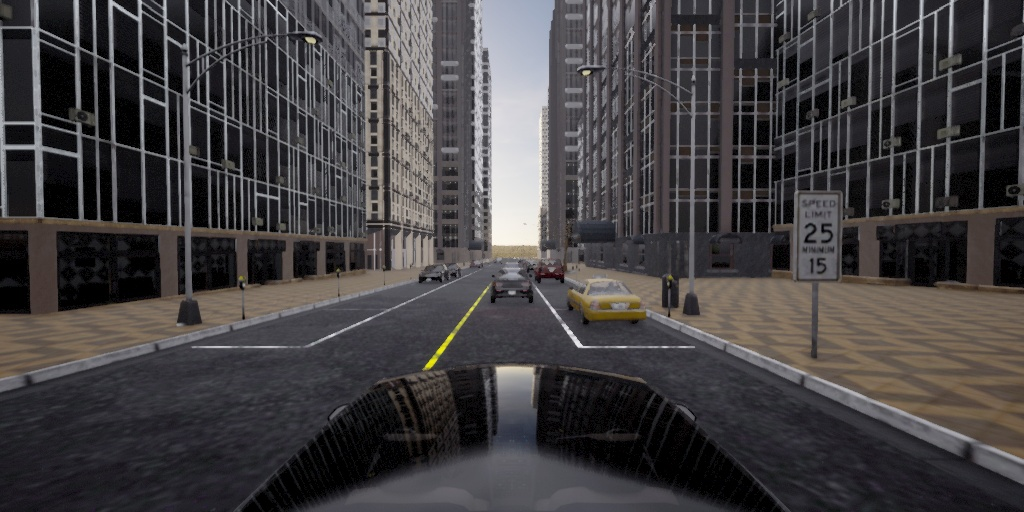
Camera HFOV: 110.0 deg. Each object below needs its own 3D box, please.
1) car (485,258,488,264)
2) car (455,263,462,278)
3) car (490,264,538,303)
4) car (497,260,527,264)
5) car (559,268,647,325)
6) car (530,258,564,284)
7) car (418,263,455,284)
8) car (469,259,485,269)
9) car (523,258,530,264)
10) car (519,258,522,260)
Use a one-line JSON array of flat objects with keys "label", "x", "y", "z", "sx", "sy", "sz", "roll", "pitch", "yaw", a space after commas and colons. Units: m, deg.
[{"label": "car", "x": -5.656, "y": 1.259, "z": 61.316, "sx": 1.948, "sy": 1.339, "sz": 4.313, "roll": 0, "pitch": 0, "yaw": 0}, {"label": "car", "x": -5.657, "y": 1.291, "z": 32.948, "sx": 1.948, "sy": 1.339, "sz": 4.313, "roll": 0, "pitch": 0, "yaw": 0}, {"label": "car", "x": 0.001, "y": 1.274, "z": 16.439, "sx": 1.812, "sy": 1.442, "sz": 4.674, "roll": 0, "pitch": 0, "yaw": 0}, {"label": "car", "x": 0.001, "y": 1.291, "z": 31.441, "sx": 2.033, "sy": 1.411, "sz": 5.357, "roll": 0, "pitch": 0, "yaw": 0}, {"label": "car", "x": 2.822, "y": 1.269, "z": 11.642, "sx": 1.751, "sy": 1.417, "sz": 4.829, "roll": 0, "pitch": 0, "yaw": 0}, {"label": "car", "x": 2.732, "y": 1.047, "z": 26.724, "sx": 2.192, "sy": 1.841, "sz": 5.009, "roll": 0, "pitch": 0, "yaw": 0}, {"label": "car", "x": -5.826, "y": 1.297, "z": 27.273, "sx": 1.948, "sy": 1.339, "sz": 4.313, "roll": 0, "pitch": 0, "yaw": 0}, {"label": "car", "x": -5.656, "y": 1.283, "z": 55.643, "sx": 1.802, "sy": 1.307, "sz": 4.207, "roll": 0, "pitch": 0, "yaw": 0}, {"label": "car", "x": 2.692, "y": 1.280, "z": 44.233, "sx": 1.948, "sy": 1.339, "sz": 4.313, "roll": 0, "pitch": 0, "yaw": 0}, {"label": "car", "x": 2.692, "y": 1.134, "z": 61.257, "sx": 1.967, "sy": 1.591, "sz": 4.097, "roll": 0, "pitch": 0, "yaw": 0}]
